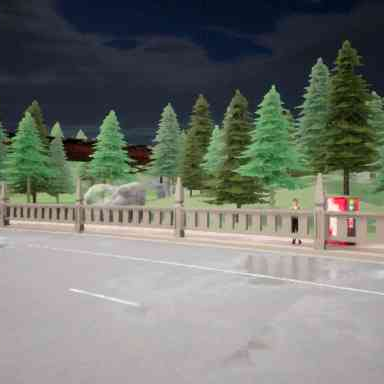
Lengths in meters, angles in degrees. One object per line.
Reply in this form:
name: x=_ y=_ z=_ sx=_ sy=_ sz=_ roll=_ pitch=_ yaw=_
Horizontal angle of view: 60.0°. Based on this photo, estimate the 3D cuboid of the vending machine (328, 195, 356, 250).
vending machine: x=6.079 y=1.195 z=13.466 sx=0.880 sy=2.100 sz=1.100 roll=0 pitch=0 yaw=33

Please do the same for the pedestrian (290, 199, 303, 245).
pedestrian: x=4.066 y=1.142 z=13.006 sx=0.375 sy=1.860 sz=0.375 roll=0 pitch=0 yaw=33
